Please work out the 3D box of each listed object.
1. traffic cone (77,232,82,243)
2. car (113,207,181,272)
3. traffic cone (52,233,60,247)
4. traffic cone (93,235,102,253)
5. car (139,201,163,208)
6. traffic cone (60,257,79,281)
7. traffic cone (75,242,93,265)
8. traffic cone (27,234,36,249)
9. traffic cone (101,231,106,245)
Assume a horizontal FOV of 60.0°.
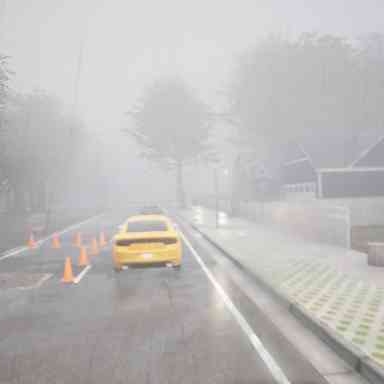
[{"bbox_3d":[-5.001,2.086,14.737,0.340,0.580,0.340,-2,0,-7],"label":"traffic cone"},{"bbox_3d":[-1.452,1.512,11.086,1.882,1.535,5.008,-2,0,-7],"label":"car"},{"bbox_3d":[-5.993,2.114,14.620,0.340,0.580,0.340,-2,0,-7],"label":"traffic cone"},{"bbox_3d":[-3.775,2.053,12.866,0.340,0.580,0.340,-2,0,-7],"label":"traffic cone"},{"bbox_3d":[-3.571,1.579,29.205,2.128,1.511,4.902,-2,0,-7],"label":"car"},{"bbox_3d":[-3.311,2.042,8.893,0.340,0.580,0.340,-2,0,-7],"label":"traffic cone"},{"bbox_3d":[-3.544,2.048,10.880,0.340,0.580,0.340,-2,0,-7],"label":"traffic cone"},{"bbox_3d":[-6.986,2.141,14.504,0.340,0.580,0.340,-2,0,-7],"label":"traffic cone"},{"bbox_3d":[-4.008,2.059,14.853,0.340,0.580,0.340,-2,0,-7],"label":"traffic cone"}]
